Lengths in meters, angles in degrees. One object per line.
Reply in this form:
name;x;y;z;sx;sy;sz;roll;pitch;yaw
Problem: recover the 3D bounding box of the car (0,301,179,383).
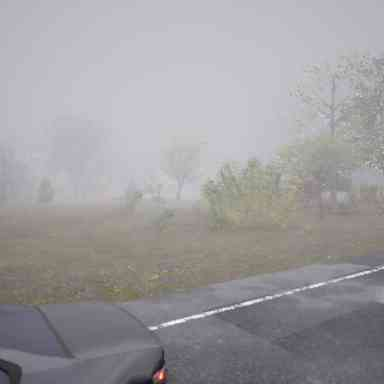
car;-2.663;1.540;2.004;5.357;1.411;2.033;1;0;-35
